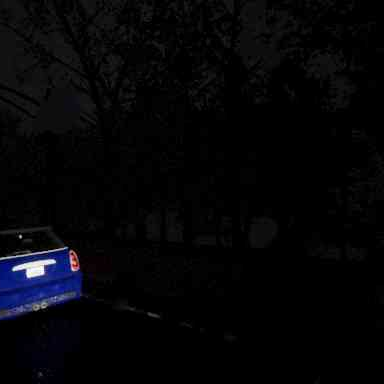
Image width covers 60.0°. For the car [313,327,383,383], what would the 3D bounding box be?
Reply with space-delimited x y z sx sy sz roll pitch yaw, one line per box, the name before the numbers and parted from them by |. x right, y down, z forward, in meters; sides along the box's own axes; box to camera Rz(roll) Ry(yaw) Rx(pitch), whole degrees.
car | 2.988 1.601 1.556 4.718 1.301 1.895 0 0 36

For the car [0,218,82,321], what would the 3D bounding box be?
car | -4.340 1.349 6.776 4.553 1.767 2.097 0 0 35
